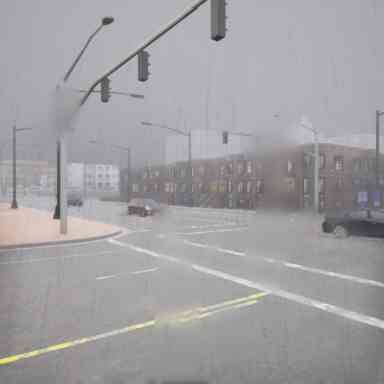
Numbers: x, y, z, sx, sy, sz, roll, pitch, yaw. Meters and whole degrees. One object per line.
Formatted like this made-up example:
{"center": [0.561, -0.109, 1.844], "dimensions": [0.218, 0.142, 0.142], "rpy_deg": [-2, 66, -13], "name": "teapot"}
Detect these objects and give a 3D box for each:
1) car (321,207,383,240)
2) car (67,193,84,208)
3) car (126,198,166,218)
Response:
{"center": [8.698, 1.477, 15.542], "dimensions": [5.008, 1.535, 1.882], "rpy_deg": [0, 0, 37], "name": "car"}
{"center": [-17.978, 1.222, 49.575], "dimensions": [2.150, 2.045, 5.566], "rpy_deg": [0, 0, -35], "name": "car"}
{"center": [-4.233, 1.352, 30.405], "dimensions": [2.097, 1.767, 4.553], "rpy_deg": [0, 0, -36], "name": "car"}
